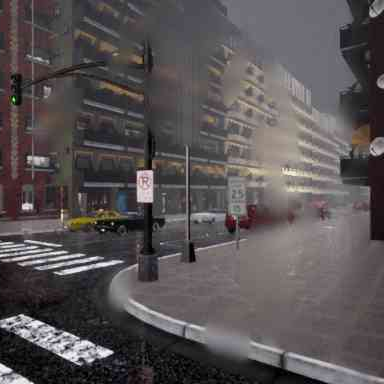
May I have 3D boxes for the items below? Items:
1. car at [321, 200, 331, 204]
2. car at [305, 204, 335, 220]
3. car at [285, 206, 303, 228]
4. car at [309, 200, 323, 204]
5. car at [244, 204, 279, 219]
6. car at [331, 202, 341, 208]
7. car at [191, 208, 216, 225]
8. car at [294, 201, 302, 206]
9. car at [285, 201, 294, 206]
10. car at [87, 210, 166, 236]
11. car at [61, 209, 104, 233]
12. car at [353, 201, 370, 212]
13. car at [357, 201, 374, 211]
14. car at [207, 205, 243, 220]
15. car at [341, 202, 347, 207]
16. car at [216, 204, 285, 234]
[{"bbox_3d":[26.368,2.640,68.525,2.192,1.841,5.009,-1,-2,35],"label":"car"},{"bbox_3d":[13.755,2.284,35.944,1.802,1.307,4.206,-1,-2,35],"label":"car"},{"bbox_3d":[7.259,2.043,26.666,1.887,1.381,4.507,-1,-2,35],"label":"car"},{"bbox_3d":[23.122,2.770,63.881,1.887,1.381,4.507,-1,-2,35],"label":"car"},{"bbox_3d":[7.889,2.171,37.560,2.128,1.511,4.902,0,-1,35],"label":"car"},{"bbox_3d":[32.866,3.066,77.800,1.887,1.381,4.507,-1,-2,35],"label":"car"},{"bbox_3d":[1.915,2.093,29.048,1.895,1.301,4.718,0,-1,35],"label":"car"},{"bbox_3d":[16.624,2.340,54.607,2.192,1.841,5.009,-1,-2,35],"label":"car"},{"bbox_3d":[13.279,2.446,49.822,1.752,1.417,4.829,-1,-2,35],"label":"car"},{"bbox_3d":[-3.830,1.911,20.841,1.895,1.301,4.718,0,-1,35],"label":"car"},{"bbox_3d":[-6.209,1.834,21.984,1.752,1.417,4.829,-1,-2,35],"label":"car"},{"bbox_3d":[29.992,2.522,59.148,2.192,1.841,5.009,-1,-2,35],"label":"car"},{"bbox_3d":[33.241,2.621,63.788,2.192,1.841,5.009,-1,-2,35],"label":"car"},{"bbox_3d":[3.634,2.164,36.042,1.887,1.381,4.507,-1,-2,35],"label":"car"},{"bbox_3d":[39.364,3.281,87.080,1.947,1.339,4.313,-1,-2,35],"label":"car"},{"bbox_3d":[4.009,1.711,22.033,2.192,1.841,5.009,-1,-2,35],"label":"car"}]
